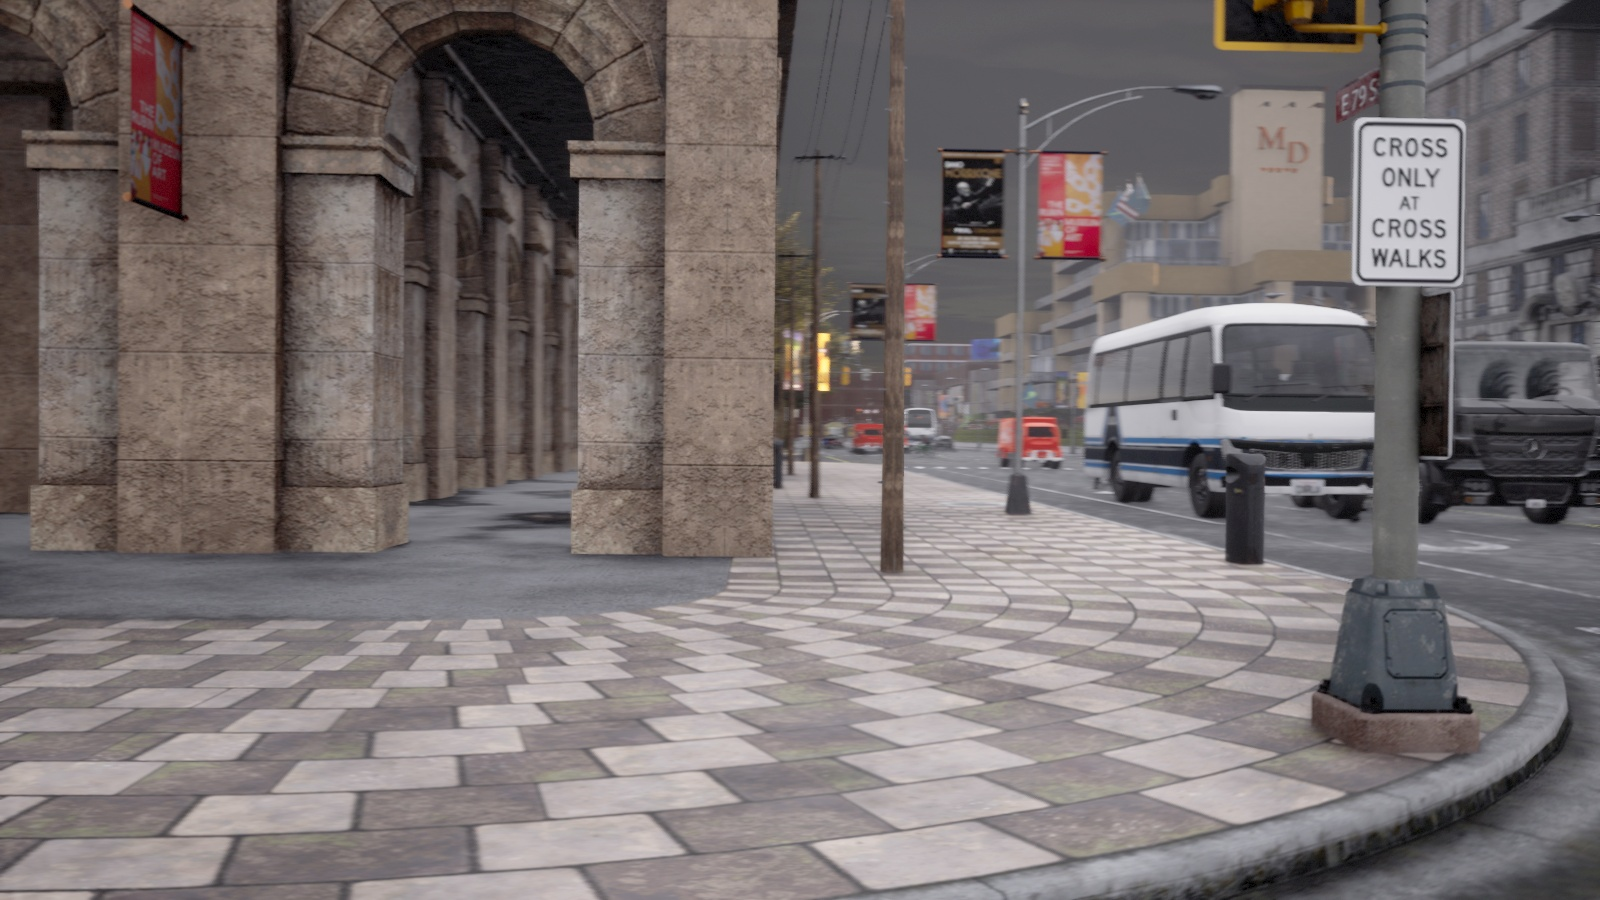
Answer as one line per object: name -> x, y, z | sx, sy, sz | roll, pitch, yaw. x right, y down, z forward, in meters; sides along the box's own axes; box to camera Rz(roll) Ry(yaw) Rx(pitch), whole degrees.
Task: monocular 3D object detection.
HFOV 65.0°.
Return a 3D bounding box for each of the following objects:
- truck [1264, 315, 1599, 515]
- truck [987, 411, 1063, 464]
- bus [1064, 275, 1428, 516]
truck -> 12.630, -0.666, 25.968 | 2.891, 3.462, 7.936 | -1, 1, -2
truck -> 10.950, -0.608, 61.502 | 2.627, 2.467, 5.204 | -1, 1, -2
bus -> 9.049, -1.038, 27.532 | 3.944, 4.253, 10.273 | -1, 1, -2
